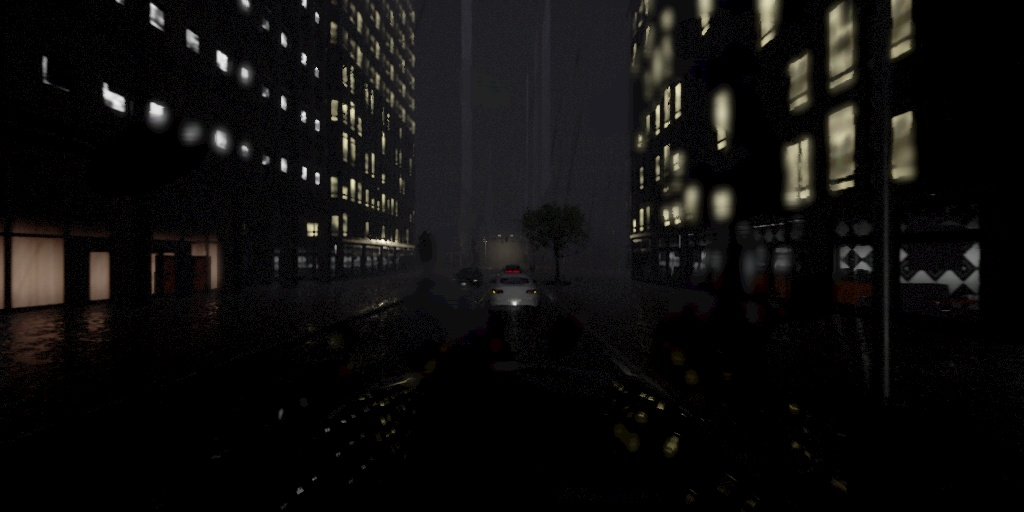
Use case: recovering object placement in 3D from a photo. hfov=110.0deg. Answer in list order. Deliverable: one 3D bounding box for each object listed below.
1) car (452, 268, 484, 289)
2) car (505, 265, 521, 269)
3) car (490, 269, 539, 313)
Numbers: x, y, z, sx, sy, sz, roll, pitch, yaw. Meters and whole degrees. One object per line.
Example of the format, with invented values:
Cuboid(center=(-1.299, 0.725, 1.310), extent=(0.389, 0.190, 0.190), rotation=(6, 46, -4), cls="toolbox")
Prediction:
Cuboid(center=(-3.112, 1.573, 26.486), extent=(2.033, 1.411, 5.357), rotation=(0, -1, 0), cls="car")
Cuboid(center=(0.087, 1.633, 35.324), extent=(1.837, 1.490, 4.892), rotation=(0, -1, 0), cls="car")
Cuboid(center=(0.088, 1.418, 14.679), extent=(1.812, 1.442, 4.674), rotation=(0, -1, 0), cls="car")
